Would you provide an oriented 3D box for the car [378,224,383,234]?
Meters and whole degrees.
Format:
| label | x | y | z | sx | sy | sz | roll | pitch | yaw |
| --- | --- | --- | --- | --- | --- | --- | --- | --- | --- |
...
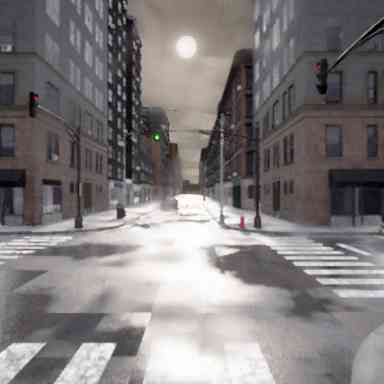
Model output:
| label | x | y | z | sx | sy | sz | roll | pitch | yaw |
| --- | --- | --- | --- | --- | --- | --- | --- | --- | --- |
| car | 11.636 | 1.578 | 16.011 | 4.829 | 1.417 | 1.752 | 0 | 0 | 0 |

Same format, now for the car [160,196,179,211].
| label | x | y | z | sx | sy | sz | roll | pitch | yaw |
| --- | --- | --- | --- | --- | --- | --- | --- | --- | --- |
| car | -2.746 | 1.370 | 40.966 | 2.097 | 1.767 | 4.553 | 0 | -1 | 0 |
